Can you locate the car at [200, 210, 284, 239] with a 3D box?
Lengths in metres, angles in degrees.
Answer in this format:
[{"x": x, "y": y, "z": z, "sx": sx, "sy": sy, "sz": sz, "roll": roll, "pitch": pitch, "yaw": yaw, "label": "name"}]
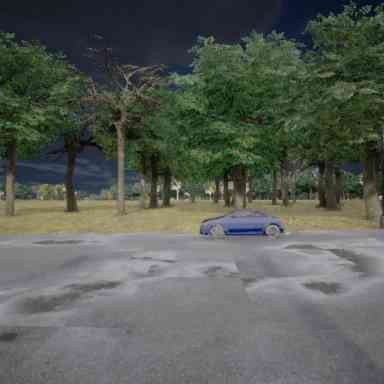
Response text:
[{"x": 2.459, "y": 1.579, "z": 16.749, "sx": 4.181, "sy": 1.385, "sz": 1.994, "roll": -1, "pitch": -2, "yaw": 2, "label": "car"}]
